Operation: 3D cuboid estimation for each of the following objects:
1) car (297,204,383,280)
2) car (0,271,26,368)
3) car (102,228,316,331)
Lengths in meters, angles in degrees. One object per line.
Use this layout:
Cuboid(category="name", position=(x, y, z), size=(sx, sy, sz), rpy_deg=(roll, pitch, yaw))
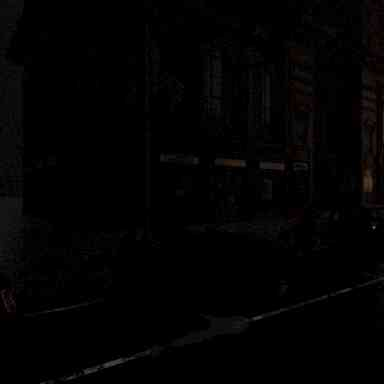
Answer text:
Cuboid(category="car", position=(4.919, 1.316, 10.146), size=(5.009, 1.841, 2.192), rpy_deg=(0, 0, -35))
Cuboid(category="car", position=(-4.207, 1.440, 3.646), size=(4.097, 1.590, 1.967), rpy_deg=(0, 0, -35))
Cuboid(category="car", position=(0.355, 1.566, 6.896), size=(4.313, 1.339, 1.947), rpy_deg=(0, 0, -35))
